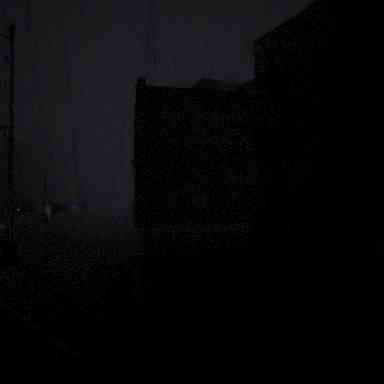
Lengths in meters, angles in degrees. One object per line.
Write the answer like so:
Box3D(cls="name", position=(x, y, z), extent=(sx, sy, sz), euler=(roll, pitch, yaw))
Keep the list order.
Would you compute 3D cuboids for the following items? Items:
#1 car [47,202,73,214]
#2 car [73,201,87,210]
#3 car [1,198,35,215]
Box3D(cls="car", position=(-18.105, 2.050, 44.486), extent=(2.128, 1.511, 4.902), euler=(1, -1, -4))
Box3D(cls="car", position=(-19.011, 2.234, 55.535), extent=(1.812, 1.442, 4.674), euler=(1, -1, -4))
Box3D(cls="car", position=(-21.514, 1.708, 41.532), extent=(2.150, 2.045, 5.566), euler=(1, -1, -4))
